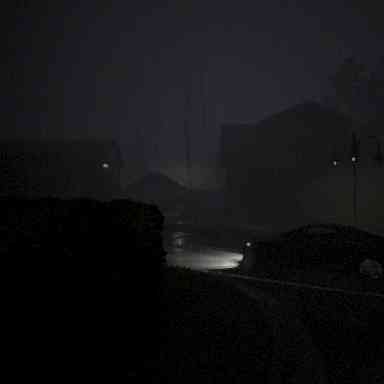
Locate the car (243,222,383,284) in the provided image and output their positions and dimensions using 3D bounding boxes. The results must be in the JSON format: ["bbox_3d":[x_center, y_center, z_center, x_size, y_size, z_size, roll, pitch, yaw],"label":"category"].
[{"bbox_3d":[3.621,1.581,9.693,4.181,1.385,1.994,0,0,29],"label":"car"}]
